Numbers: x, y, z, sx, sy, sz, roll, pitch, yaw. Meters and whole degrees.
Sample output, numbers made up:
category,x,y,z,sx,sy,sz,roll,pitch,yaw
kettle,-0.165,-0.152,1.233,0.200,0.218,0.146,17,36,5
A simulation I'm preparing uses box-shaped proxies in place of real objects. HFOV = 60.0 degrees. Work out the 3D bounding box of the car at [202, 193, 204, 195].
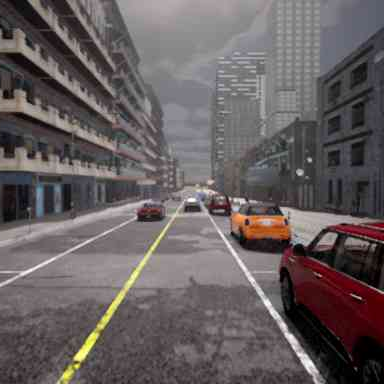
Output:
category,x,y,z,sx,sy,sz,roll,pitch,yaw
car,2.646,1.236,49.018,2.008,1.369,4.403,-1,0,0

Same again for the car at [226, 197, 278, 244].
category,x,y,z,sx,sy,sz,roll,pitch,yaw
car,2.988,1.254,15.414,2.097,1.767,4.553,0,0,0

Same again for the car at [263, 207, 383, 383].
category,x,y,z,sx,sy,sz,roll,pitch,yaw
car,2.636,1.287,4.380,2.192,1.841,5.009,-1,0,0

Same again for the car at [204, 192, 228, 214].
category,x,y,z,sx,sy,sz,roll,pitch,yaw
car,2.616,1.110,32.278,2.192,1.841,5.009,-1,0,0

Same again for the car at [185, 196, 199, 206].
category,x,y,z,sx,sy,sz,roll,pitch,yaw
car,-0.031,1.291,48.323,1.895,1.301,4.718,0,0,0

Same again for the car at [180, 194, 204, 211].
category,x,y,z,sx,sy,sz,roll,pitch,yaw
car,0.042,1.309,37.433,2.033,1.411,5.357,0,0,0

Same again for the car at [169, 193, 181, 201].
category,x,y,z,sx,sy,sz,roll,pitch,yaw
car,-3.052,1.101,67.258,2.033,1.411,5.357,0,0,0

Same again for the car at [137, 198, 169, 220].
category,x,y,z,sx,sy,sz,roll,pitch,yaw
car,-3.118,1.435,26.105,1.895,1.301,4.718,0,0,0

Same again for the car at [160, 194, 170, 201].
category,x,y,z,sx,sy,sz,roll,pitch,yaw
car,-5.755,1.076,71.287,1.887,1.381,4.507,-1,0,0

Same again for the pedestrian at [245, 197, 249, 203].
category,x,y,z,sx,sy,sz,roll,pitch,yaw
pedestrian,2.987,1.179,18.205,0.375,1.860,0.375,-1,1,0

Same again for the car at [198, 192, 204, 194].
category,x,y,z,sx,sy,sz,roll,pitch,yaw
car,2.630,1.153,65.758,1.802,1.307,4.206,-1,0,0

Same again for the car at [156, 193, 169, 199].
category,x,y,z,sx,sy,sz,roll,pitch,yaw
car,-5.746,1.192,60.127,1.802,1.307,4.206,-1,0,0

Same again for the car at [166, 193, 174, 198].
category,x,y,z,sx,sy,sz,roll,pitch,yaw
car,-5.766,0.994,88.028,1.802,1.307,4.206,-1,0,0
